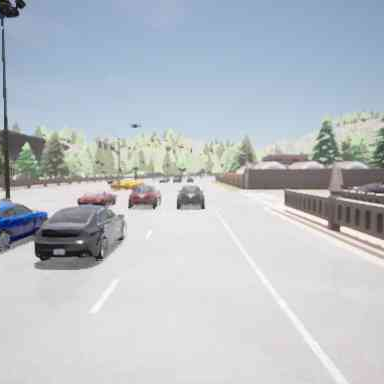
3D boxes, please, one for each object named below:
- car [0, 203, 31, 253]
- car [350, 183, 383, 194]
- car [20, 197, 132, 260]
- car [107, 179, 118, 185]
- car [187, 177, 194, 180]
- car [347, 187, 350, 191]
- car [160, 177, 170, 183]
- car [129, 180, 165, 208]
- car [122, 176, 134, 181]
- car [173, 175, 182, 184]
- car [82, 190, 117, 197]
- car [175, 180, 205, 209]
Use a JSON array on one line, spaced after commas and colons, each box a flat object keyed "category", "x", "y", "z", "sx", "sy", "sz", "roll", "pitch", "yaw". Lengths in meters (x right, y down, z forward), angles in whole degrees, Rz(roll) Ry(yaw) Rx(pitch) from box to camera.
[{"category": "car", "x": -7.002, "y": 1.117, "z": 12.193, "sx": 1.882, "sy": 1.535, "sz": 5.008, "roll": 0, "pitch": 3, "yaw": 0}, {"category": "car", "x": 21.110, "y": -0.275, "z": 37.525, "sx": 4.902, "sy": 1.511, "sz": 2.128, "roll": 0, "pitch": 3, "yaw": 2}, {"category": "car", "x": -3.505, "y": 1.198, "z": 11.195, "sx": 1.837, "sy": 1.490, "sz": 4.892, "roll": 0, "pitch": 3, "yaw": 0}, {"category": "car", "x": -17.879, "y": -2.275, "z": 75.235, "sx": 1.895, "sy": 1.301, "sz": 4.718, "roll": 0, "pitch": 3, "yaw": 0}, {"category": "car", "x": -0.434, "y": -2.987, "z": 86.006, "sx": 1.837, "sy": 1.490, "sz": 4.892, "roll": 0, "pitch": 3, "yaw": 0}, {"category": "car", "x": 21.798, "y": -0.360, "z": 41.003, "sx": 4.718, "sy": 1.301, "sz": 1.895, "roll": 0, "pitch": 3, "yaw": 2}, {"category": "car", "x": -7.436, "y": -2.909, "z": 86.421, "sx": 1.895, "sy": 1.301, "sz": 4.718, "roll": 0, "pitch": 3, "yaw": 0}, {"category": "car", "x": -3.578, "y": 0.233, "z": 25.903, "sx": 2.097, "sy": 1.767, "sz": 4.553, "roll": 0, "pitch": 3, "yaw": 0}, {"category": "car", "x": -14.379, "y": -2.646, "z": 75.233, "sx": 2.150, "sy": 2.045, "sz": 5.566, "roll": 0, "pitch": 3, "yaw": 0}, {"category": "car", "x": -3.934, "y": -3.008, "z": 85.987, "sx": 1.882, "sy": 1.535, "sz": 5.008, "roll": 0, "pitch": 3, "yaw": 0}, {"category": "car", "x": -7.082, "y": 0.512, "z": 25.385, "sx": 1.895, "sy": 1.301, "sz": 4.718, "roll": 0, "pitch": 3, "yaw": 0}, {"category": "car", "x": -0.078, "y": 0.232, "z": 25.924, "sx": 2.097, "sy": 1.767, "sz": 4.553, "roll": 0, "pitch": 3, "yaw": 0}]
